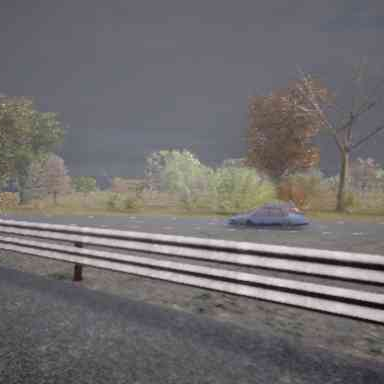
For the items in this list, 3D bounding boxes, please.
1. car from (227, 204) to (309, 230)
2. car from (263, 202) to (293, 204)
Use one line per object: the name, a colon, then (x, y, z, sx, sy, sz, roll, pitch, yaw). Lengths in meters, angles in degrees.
car: (5.114, 1.748, 22.596, 5.357, 1.411, 2.033, 0, 0, 15)
car: (6.046, 1.539, 25.968, 4.553, 1.767, 2.097, 0, 0, 15)
